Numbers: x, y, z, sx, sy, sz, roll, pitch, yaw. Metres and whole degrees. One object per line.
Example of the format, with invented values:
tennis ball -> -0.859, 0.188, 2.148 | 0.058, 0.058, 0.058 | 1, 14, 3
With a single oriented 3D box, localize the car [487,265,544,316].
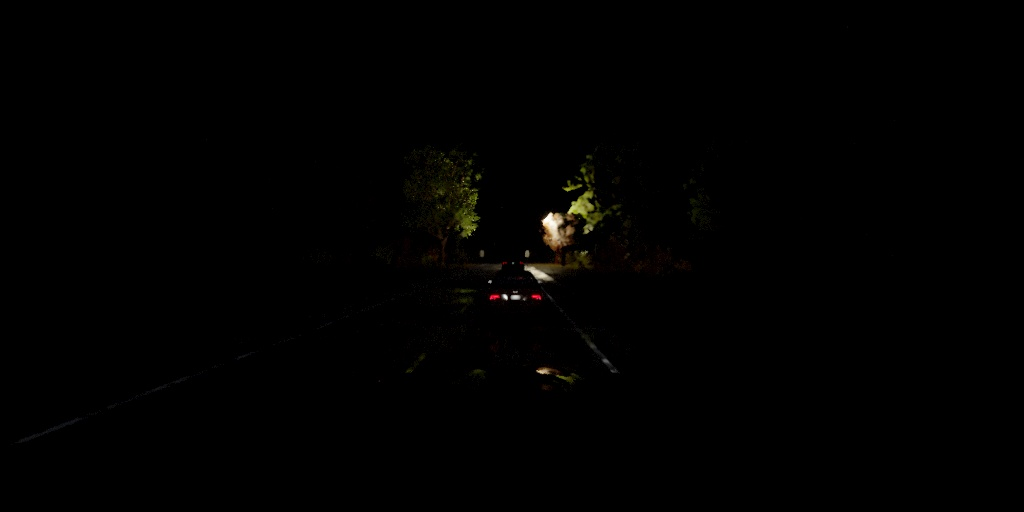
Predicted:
car -> 0.100, 1.223, 12.859 | 2.033, 1.411, 5.357 | 0, 0, 0

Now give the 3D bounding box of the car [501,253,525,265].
car -> 0.102, 0.763, 36.141 | 2.150, 2.045, 5.566 | 0, 0, 0
